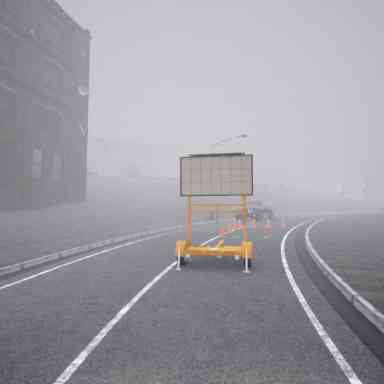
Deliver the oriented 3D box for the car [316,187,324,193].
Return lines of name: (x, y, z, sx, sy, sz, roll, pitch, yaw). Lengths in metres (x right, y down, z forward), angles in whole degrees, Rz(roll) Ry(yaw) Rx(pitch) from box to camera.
car: (32.405, -0.164, 87.333, 5.566, 2.045, 2.435, 5, -6, -42)

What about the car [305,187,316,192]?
car: (28.265, -0.376, 83.550, 4.553, 1.767, 2.185, 4, -6, -41)

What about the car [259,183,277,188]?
car: (15.596, -1.073, 72.885, 4.792, 1.488, 2.163, 3, -6, -38)

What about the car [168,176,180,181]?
car: (-2.507, -2.114, 59.832, 4.892, 1.521, 2.231, 3, -5, -33)

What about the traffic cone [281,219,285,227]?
traffic cone: (6.250, 2.136, 22.871, 0.340, 0.580, 0.340, -2, -1, 17)

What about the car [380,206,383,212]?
car: (33.805, 2.522, 56.123, 5.008, 1.535, 1.882, 1, -4, -32)

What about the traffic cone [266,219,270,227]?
traffic cone: (5.296, 2.166, 23.161, 0.340, 0.580, 0.340, -2, -1, 17)

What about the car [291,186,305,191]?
car: (24.038, -0.560, 79.825, 4.892, 1.521, 2.231, 4, -6, -40)

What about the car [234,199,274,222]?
car: (5.987, 1.675, 31.484, 2.150, 2.045, 5.566, -3, -3, 33)

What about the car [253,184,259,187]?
car: (11.070, -1.501, 69.397, 4.553, 1.767, 2.185, 3, -6, -36)

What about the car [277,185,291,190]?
car: (19.892, -0.794, 76.339, 4.674, 1.452, 2.002, 4, -6, -39)

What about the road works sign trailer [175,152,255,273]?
road works sign trailer: (0.840, 0.530, 11.043, 2.380, 3.560, 2.880, -1, -1, 12)

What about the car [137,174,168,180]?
car: (-7.140, -2.323, 56.839, 4.892, 1.521, 2.231, 2, -5, -33)

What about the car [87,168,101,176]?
car: (-16.335, -2.839, 50.930, 4.553, 1.767, 2.185, 2, -5, -33)
